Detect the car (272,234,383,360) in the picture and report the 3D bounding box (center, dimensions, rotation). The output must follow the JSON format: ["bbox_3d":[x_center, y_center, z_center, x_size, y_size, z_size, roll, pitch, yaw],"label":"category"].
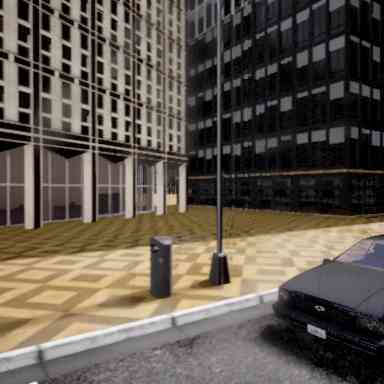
[{"bbox_3d":[3.910,1.520,6.049,5.357,1.411,2.033,0,0,-34],"label":"car"}]
